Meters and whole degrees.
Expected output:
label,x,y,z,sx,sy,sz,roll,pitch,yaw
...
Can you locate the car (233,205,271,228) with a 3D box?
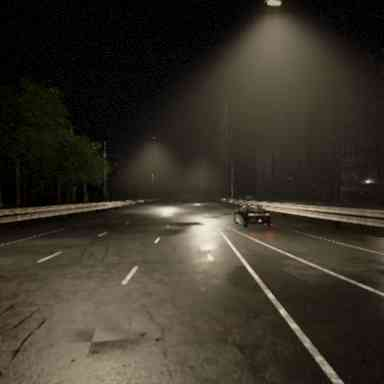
label,x,y,z,sx,sy,sz,roll,pitch,yaw
car,4.278,1.708,24.177,2.128,1.511,4.902,0,-1,-4
